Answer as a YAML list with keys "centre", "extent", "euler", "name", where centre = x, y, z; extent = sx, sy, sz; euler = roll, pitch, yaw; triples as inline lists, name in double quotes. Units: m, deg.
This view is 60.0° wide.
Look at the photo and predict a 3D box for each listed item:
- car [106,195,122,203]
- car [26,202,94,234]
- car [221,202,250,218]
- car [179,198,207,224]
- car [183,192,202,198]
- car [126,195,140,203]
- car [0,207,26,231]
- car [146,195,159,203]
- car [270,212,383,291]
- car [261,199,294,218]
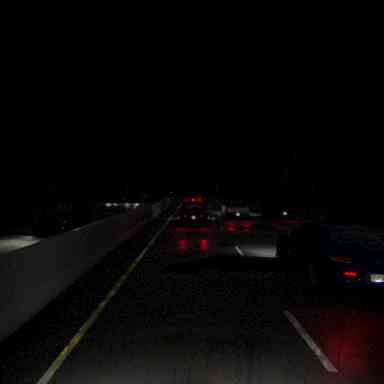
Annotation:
- centre: [-14.021, 1.298, 60.304]
  extent: [2.033, 1.411, 5.357]
  euler: [0, 0, 1]
  name: "car"
- centre: [-7.099, 1.383, 18.868]
  extent: [1.882, 1.535, 5.008]
  euler: [0, 0, 0]
  name: "car"
- centre: [3.601, 1.461, 28.310]
  extent: [1.895, 1.301, 4.718]
  euler: [0, 0, 0]
  name: "car"
- centre: [0.097, 1.409, 23.246]
  extent: [1.812, 1.442, 4.674]
  euler: [0, 0, 0]
  name: "car"
- centre: [0.100, 1.029, 41.152]
  extent: [2.150, 2.045, 5.566]
  euler: [0, 0, 0]
  name: "car"
- centre: [-10.537, 1.255, 59.888]
  extent: [1.837, 1.490, 4.892]
  euler: [0, 0, 1]
  name: "car"
- centre: [-10.599, 1.510, 18.028]
  extent: [1.895, 1.301, 4.718]
  euler: [0, 0, 0]
  name: "car"
- centre: [-7.037, 1.313, 60.462]
  extent: [1.994, 1.385, 4.181]
  euler: [0, 0, 1]
  name: "car"
- centre: [3.600, 1.482, 8.723]
  extent: [1.812, 1.442, 4.674]
  euler: [0, 0, 0]
  name: "car"
- centre: [7.103, 1.368, 27.824]
  extent: [1.837, 1.490, 4.892]
  euler: [0, 0, 0]
  name: "car"
